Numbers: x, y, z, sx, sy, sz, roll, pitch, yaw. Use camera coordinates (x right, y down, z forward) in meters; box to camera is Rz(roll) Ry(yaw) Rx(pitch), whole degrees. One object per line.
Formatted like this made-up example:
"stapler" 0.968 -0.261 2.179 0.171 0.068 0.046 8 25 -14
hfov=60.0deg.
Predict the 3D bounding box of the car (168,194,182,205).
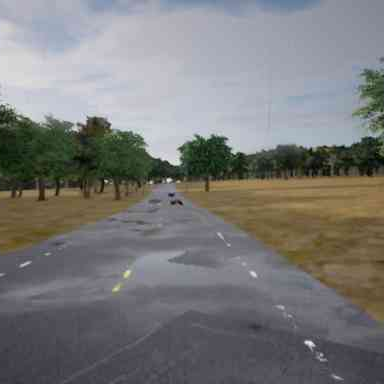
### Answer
"car" -2.672 1.427 56.020 1.895 1.301 4.718 0 1 -4

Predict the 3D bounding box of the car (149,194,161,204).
"car" -6.604 1.147 59.887 2.097 1.767 4.553 0 1 -4

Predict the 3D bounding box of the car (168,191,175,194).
"car" -5.762 0.482 94.184 1.882 1.535 5.008 0 2 -4
